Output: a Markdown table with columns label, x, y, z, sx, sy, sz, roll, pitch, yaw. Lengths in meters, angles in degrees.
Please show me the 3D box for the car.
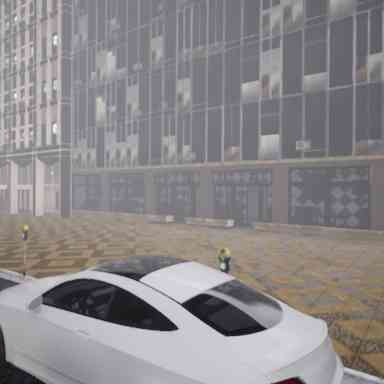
| label | x | y | z | sx | sy | sz | roll | pitch | yaw |
| --- | --- | --- | --- | --- | --- | --- | --- | --- | --- |
| car | -0.740 | 1.523 | 3.994 | 4.674 | 1.442 | 1.812 | 0 | 0 | 36 |
